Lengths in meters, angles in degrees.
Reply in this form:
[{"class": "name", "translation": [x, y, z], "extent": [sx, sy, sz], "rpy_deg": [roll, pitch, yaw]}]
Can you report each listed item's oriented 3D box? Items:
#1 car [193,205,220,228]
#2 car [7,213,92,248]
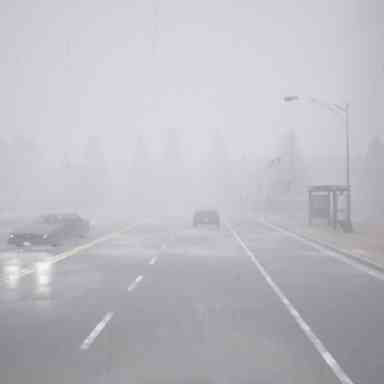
[{"class": "car", "translation": [1.071, 1.736, 24.827], "extent": [1.882, 1.535, 5.008], "rpy_deg": [0, -1, 2]}, {"class": "car", "translation": [-6.475, 1.707, 15.916], "extent": [2.033, 1.411, 5.357], "rpy_deg": [0, -1, 3]}]
